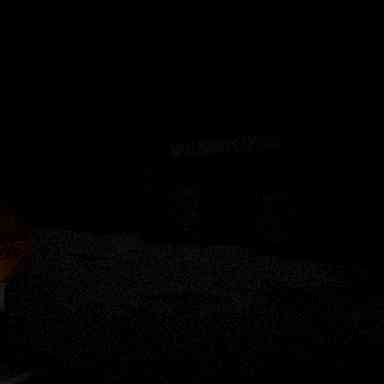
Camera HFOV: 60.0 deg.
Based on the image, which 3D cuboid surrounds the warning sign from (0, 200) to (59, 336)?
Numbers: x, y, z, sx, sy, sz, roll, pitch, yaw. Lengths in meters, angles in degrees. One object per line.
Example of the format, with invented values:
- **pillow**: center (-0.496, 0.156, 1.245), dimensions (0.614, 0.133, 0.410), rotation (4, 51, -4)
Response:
- **warning sign**: center (-2.964, 1.086, 5.183), dimensions (1.060, 1.860, 1.300), rotation (0, 0, 36)
